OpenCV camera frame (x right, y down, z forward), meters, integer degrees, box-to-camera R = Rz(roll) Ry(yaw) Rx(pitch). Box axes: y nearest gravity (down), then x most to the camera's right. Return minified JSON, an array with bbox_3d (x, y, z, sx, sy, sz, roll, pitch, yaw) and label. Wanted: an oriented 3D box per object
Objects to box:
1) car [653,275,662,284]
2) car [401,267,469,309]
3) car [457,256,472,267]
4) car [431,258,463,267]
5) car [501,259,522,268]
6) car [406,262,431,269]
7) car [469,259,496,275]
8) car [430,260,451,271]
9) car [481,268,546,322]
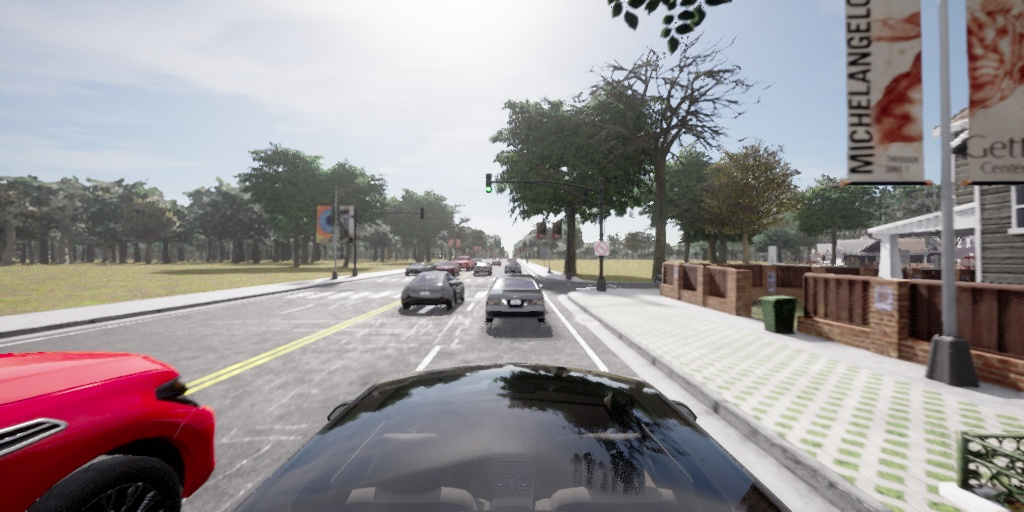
[{"bbox_3d":[13.066,1.524,25.723,5.357,1.411,2.033,1,-1,-3],"label":"car"},{"bbox_3d":[-3.150,1.321,14.987,1.994,1.385,4.181,0,0,0],"label":"car"},{"bbox_3d":[-6.574,0.998,48.733,2.150,2.045,5.566,0,0,3],"label":"car"},{"bbox_3d":[-6.591,1.251,36.956,1.882,1.535,5.008,0,0,0],"label":"car"},{"bbox_3d":[0.103,1.322,39.273,2.033,1.411,5.357,0,0,0],"label":"car"},{"bbox_3d":[-9.836,1.338,38.009,1.994,1.385,4.181,0,0,1],"label":"car"},{"bbox_3d":[-3.148,1.322,39.622,2.033,1.411,5.357,0,0,0],"label":"car"},{"bbox_3d":[-9.832,1.341,49.479,1.994,1.385,4.181,0,0,0],"label":"car"},{"bbox_3d":[0.103,1.303,12.262,2.033,1.411,5.357,0,0,0],"label":"car"}]
